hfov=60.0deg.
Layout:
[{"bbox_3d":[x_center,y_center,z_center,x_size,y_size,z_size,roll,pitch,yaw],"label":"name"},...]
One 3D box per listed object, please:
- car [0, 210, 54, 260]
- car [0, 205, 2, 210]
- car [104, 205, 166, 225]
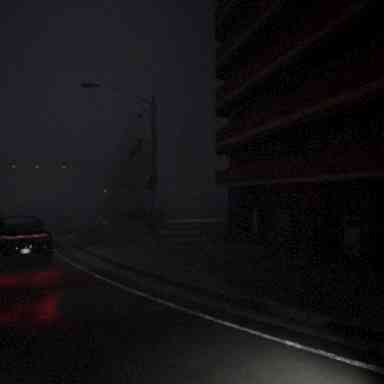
[{"bbox_3d":[-6.426,1.614,12.260,2.128,1.511,4.902,0,0,-33],"label":"car"},{"bbox_3d":[-14.997,1.495,23.529,2.150,2.045,5.566,0,-1,-19],"label":"car"},{"bbox_3d":[-4.497,1.772,26.596,4.902,1.511,2.128,0,-1,-25],"label":"car"}]
